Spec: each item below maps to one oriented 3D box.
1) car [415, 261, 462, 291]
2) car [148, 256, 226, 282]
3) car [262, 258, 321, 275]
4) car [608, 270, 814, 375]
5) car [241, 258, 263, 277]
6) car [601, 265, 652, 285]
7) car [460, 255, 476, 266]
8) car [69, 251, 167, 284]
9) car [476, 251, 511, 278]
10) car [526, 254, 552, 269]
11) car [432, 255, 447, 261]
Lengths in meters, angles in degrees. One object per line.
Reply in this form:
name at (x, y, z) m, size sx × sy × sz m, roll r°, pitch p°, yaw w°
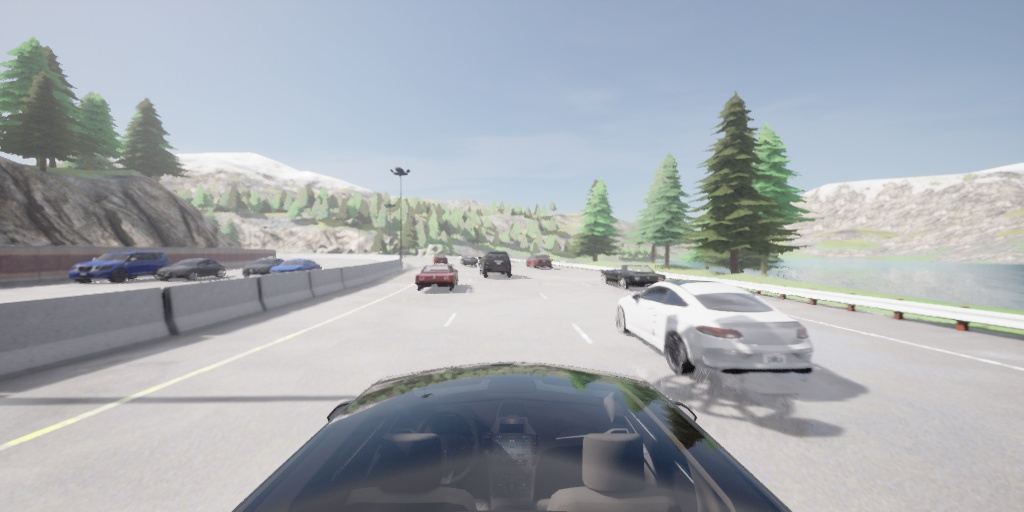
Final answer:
car at (-4.022, 1.123, 19.844) m, size 1.895 × 1.301 × 4.718 m, roll 0°, pitch 1°, yaw -5°
car at (-22.581, 0.955, 25.473) m, size 1.837 × 1.490 × 4.892 m, roll 0°, pitch 1°, yaw -8°
car at (-15.604, 0.920, 26.085) m, size 1.882 × 1.535 × 5.008 m, roll 0°, pitch 1°, yaw -8°
car at (3.563, 1.207, 7.208) m, size 1.812 × 1.442 × 4.674 m, roll 0°, pitch 1°, yaw -1°
car at (-19.541, 0.914, 28.753) m, size 1.837 × 1.490 × 4.892 m, roll 0°, pitch 1°, yaw -10°
car at (6.509, 1.124, 19.848) m, size 1.895 × 1.301 × 4.718 m, roll 0°, pitch 1°, yaw -5°
car at (-6.009, 0.644, 49.317) m, size 2.128 × 1.511 × 4.902 m, roll 0°, pitch 1°, yaw -17°
car at (-25.887, 0.686, 24.066) m, size 2.150 × 2.045 × 5.566 m, roll 0°, pitch 1°, yaw -8°
car at (-1.440, 0.628, 29.200) m, size 2.150 × 2.045 × 5.566 m, roll 0°, pitch 1°, yaw -9°
car at (3.083, 0.593, 42.293) m, size 2.097 × 1.767 × 4.553 m, roll 0°, pitch 1°, yaw -13°
car at (-10.676, 0.587, 52.736) m, size 1.882 × 1.535 × 5.008 m, roll 0°, pitch 0°, yaw -18°
